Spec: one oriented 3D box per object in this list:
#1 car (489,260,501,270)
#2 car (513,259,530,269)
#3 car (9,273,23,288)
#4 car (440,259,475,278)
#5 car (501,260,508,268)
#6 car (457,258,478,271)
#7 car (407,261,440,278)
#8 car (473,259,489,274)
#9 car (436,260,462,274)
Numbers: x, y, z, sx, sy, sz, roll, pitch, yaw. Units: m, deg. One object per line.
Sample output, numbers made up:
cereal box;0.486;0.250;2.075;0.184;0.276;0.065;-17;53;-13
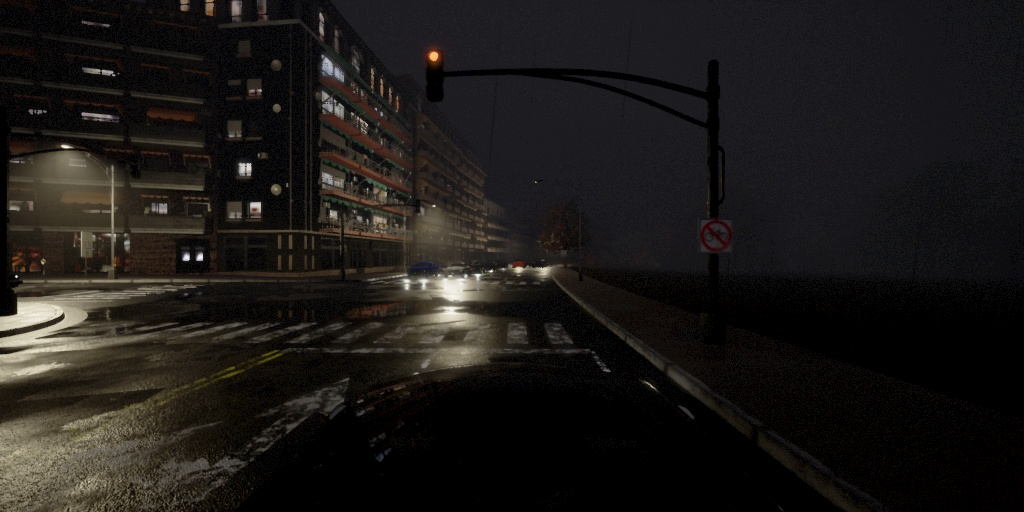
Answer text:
car;-3.343;1.448;53.878;1.994;1.385;4.181;0;0;8
car;1.418;1.284;63.422;2.097;1.767;4.553;0;0;8
car;-23.955;0.965;14.674;4.718;1.301;1.895;1;0;-18
car;-5.246;1.336;35.103;1.812;1.442;4.674;0;0;5
car;-1.922;1.412;64.247;1.882;1.535;5.008;0;0;9
car;-6.605;1.235;53.984;2.097;1.767;4.553;0;0;7
car;-8.531;1.286;34.777;1.882;1.535;5.008;0;0;4
car;-4.457;1.349;43.957;1.837;1.490;4.892;0;0;6
car;-7.688;1.323;44.310;1.882;1.535;5.008;0;0;6
